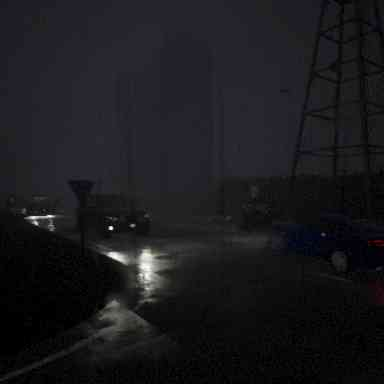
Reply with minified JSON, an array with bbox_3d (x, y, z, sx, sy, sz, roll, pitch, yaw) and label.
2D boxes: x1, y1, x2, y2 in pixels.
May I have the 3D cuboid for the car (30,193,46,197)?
[{"bbox_3d":[-23.701,1.114,50.963,2.150,2.045,5.566,0,0,-35],"label":"car"}]

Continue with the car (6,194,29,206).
[{"bbox_3d":[-23.704,1.043,44.859,2.097,1.767,4.553,0,0,-35],"label":"car"}]

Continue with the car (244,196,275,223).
[{"bbox_3d":[5.130,1.275,24.383,1.905,1.878,3.866,0,0,24],"label":"car"}]

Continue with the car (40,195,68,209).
[{"bbox_3d":[-17.754,1.418,42.536,1.812,1.442,4.674,0,0,-34],"label":"car"}]

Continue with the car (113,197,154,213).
[{"bbox_3d":[-6.454,1.394,36.839,3.988,1.617,1.851,0,0,-36],"label":"car"}]

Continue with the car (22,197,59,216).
[{"bbox_3d":[-14.239,1.444,31.155,1.994,1.385,4.181,0,0,-35],"label":"car"}]

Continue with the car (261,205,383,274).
[{"bbox_3d":[4.444,1.441,10.726,1.882,1.535,5.008,2,0,-19],"label":"car"}]

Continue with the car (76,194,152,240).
[{"bbox_3d":[-4.146,1.101,16.710,2.150,2.045,5.566,0,0,-35],"label":"car"}]
